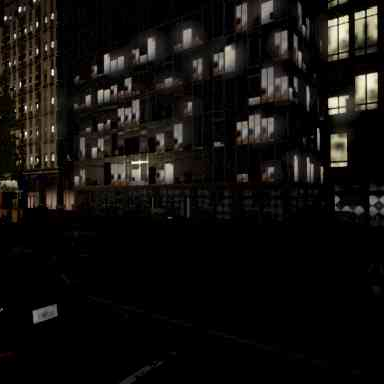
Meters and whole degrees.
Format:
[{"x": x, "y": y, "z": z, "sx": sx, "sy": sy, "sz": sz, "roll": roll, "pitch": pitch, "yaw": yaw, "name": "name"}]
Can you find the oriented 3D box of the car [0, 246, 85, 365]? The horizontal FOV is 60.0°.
[{"x": -3.538, "y": 1.566, "z": 5.395, "sx": 4.313, "sy": 1.339, "sz": 1.947, "roll": 0, "pitch": 0, "yaw": 35, "name": "car"}]
